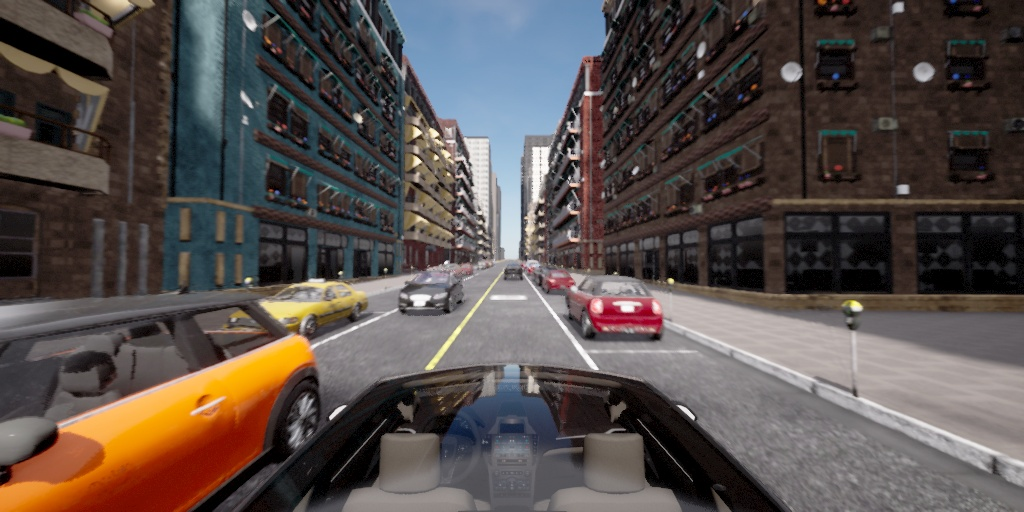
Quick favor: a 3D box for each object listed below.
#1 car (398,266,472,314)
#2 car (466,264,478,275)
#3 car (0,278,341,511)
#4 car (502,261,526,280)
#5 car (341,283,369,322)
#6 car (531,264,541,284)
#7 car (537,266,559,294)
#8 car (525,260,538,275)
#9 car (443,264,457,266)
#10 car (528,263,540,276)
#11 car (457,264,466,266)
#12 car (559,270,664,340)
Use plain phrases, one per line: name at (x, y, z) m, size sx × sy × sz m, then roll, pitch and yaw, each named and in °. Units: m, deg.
car at (-3.073, 1.344, 14.433) m, size 2.128 × 1.511 × 4.902 m, roll 0°, pitch -1°, yaw 0°
car at (-5.639, 1.629, 43.548) m, size 1.888 × 1.381 × 4.507 m, roll 0°, pitch 0°, yaw 0°
car at (-3.102, 1.098, 1.958) m, size 2.097 × 1.767 × 4.553 m, roll 0°, pitch 0°, yaw 0°
car at (0.135, 1.533, 35.216) m, size 1.837 × 1.490 × 4.892 m, roll 0°, pitch 0°, yaw 0°
car at (-5.684, 1.338, 10.134) m, size 1.751 × 1.417 × 4.829 m, roll 0°, pitch 0°, yaw 0°
car at (2.720, 1.532, 26.966) m, size 1.948 × 1.339 × 4.313 m, roll 0°, pitch 0°, yaw 0°
car at (2.713, 1.503, 21.426) m, size 1.802 × 1.307 × 4.207 m, roll 0°, pitch 0°, yaw 0°
car at (2.742, 1.539, 43.588) m, size 1.967 × 1.591 × 4.097 m, roll 0°, pitch 0°, yaw 0°
car at (-5.661, 1.496, 26.926) m, size 1.888 × 1.381 × 4.507 m, roll 0°, pitch 0°, yaw 0°
car at (2.728, 1.576, 32.506) m, size 1.948 × 1.339 × 4.313 m, roll 0°, pitch 0°, yaw 0°
car at (-5.654, 1.435, 32.466) m, size 1.967 × 1.591 × 4.097 m, roll 0°, pitch 0°, yaw 0°
car at (2.698, 1.268, 10.345) m, size 1.967 × 1.591 × 4.097 m, roll 0°, pitch 0°, yaw 0°
